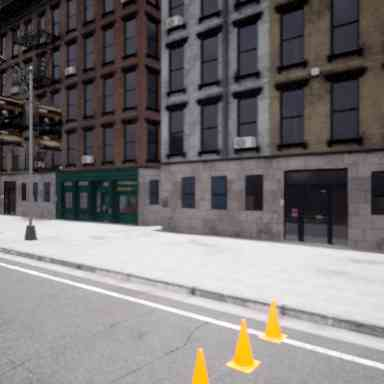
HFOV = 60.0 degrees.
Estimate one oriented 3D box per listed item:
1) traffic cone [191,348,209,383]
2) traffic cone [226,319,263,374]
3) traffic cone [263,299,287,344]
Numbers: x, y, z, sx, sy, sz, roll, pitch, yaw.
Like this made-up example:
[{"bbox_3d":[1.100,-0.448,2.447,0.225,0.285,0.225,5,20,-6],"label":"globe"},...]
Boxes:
[{"bbox_3d":[0.084,1.950,3.512,0.340,0.580,0.340,0,0,36],"label":"traffic cone"},{"bbox_3d":[0.665,1.950,4.326,0.340,0.580,0.340,0,0,36],"label":"traffic cone"},{"bbox_3d":[1.247,1.951,5.139,0.340,0.580,0.340,0,0,36],"label":"traffic cone"}]
